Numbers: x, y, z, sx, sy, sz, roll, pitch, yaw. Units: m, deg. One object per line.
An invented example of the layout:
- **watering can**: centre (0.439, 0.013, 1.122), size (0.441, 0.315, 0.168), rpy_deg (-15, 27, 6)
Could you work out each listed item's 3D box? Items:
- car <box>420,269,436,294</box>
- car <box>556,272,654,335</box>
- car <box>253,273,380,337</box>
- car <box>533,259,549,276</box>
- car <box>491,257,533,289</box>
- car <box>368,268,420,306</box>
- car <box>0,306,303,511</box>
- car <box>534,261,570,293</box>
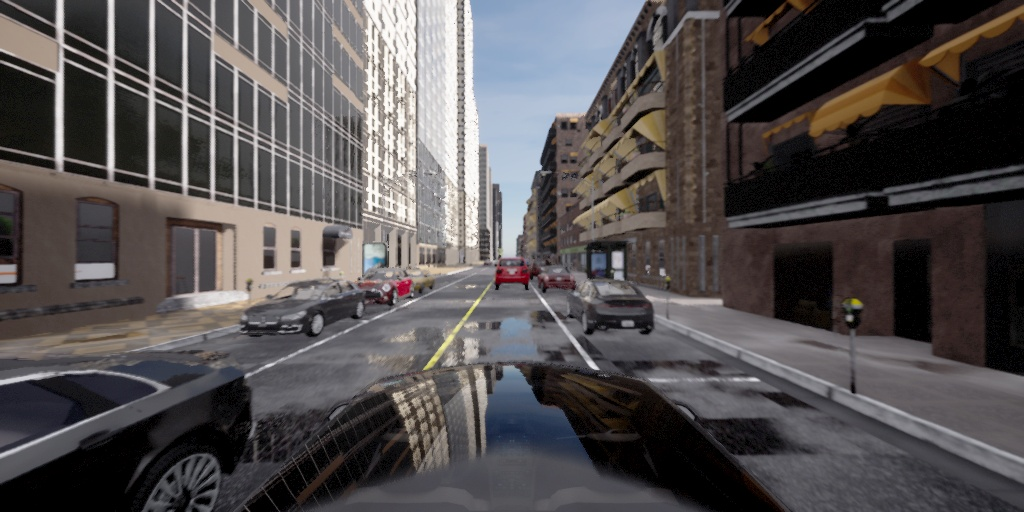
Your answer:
- **car**: centre (-5.778, 1.399, 21.517), size (1.751, 1.417, 4.829), rpy_deg (0, 0, 0)
- **car**: centre (2.656, 1.334, 10.432), size (2.007, 1.370, 4.403), rpy_deg (0, 0, 0)
- **car**: centre (-5.724, 1.365, 10.390), size (2.007, 1.370, 4.403), rpy_deg (0, 0, 0)
- **car**: centre (2.546, 1.217, 33.025), size (2.192, 1.841, 5.009), rpy_deg (0, 0, 0)
- **car**: centre (-0.010, 1.088, 24.154), size (2.150, 2.045, 5.566), rpy_deg (0, 0, 0)
- **car**: centre (-5.752, 1.284, 16.040), size (1.967, 1.591, 4.097), rpy_deg (0, 0, 0)
- **car**: centre (-3.092, 1.250, 1.003), size (2.128, 1.511, 4.902), rpy_deg (0, 0, 0)
- **car**: centre (2.601, 1.282, 21.728), size (1.967, 1.591, 4.097), rpy_deg (0, 0, 0)
